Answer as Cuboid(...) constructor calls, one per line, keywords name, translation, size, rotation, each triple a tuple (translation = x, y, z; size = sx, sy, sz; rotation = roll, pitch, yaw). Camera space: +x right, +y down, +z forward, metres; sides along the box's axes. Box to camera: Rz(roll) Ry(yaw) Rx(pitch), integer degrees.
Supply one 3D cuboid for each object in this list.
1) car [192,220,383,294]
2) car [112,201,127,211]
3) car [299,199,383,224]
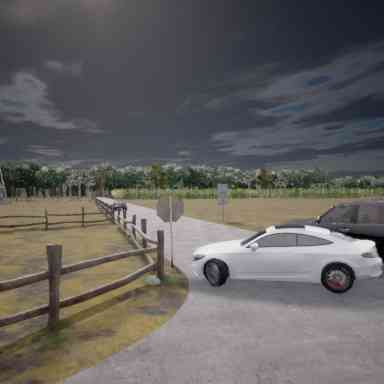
Cuboid(name="car", translation=(2.300, 1.612, 8.709), size=(4.674, 1.442, 1.812), rotation=(-2, 0, 17))
Cuboid(name="car", translation=(-10.795, 1.979, 49.473), size=(2.033, 1.411, 5.357), rotation=(-2, 0, -18))
Cuboid(name="car", translation=(5.103, 1.225, 9.799), size=(2.150, 2.045, 5.566), rotation=(-2, 0, -39))
